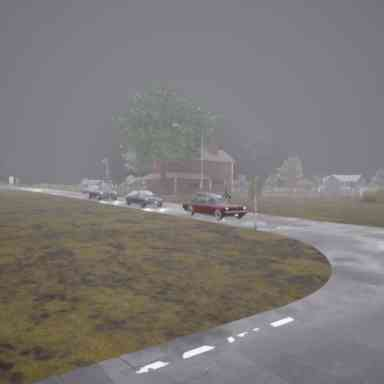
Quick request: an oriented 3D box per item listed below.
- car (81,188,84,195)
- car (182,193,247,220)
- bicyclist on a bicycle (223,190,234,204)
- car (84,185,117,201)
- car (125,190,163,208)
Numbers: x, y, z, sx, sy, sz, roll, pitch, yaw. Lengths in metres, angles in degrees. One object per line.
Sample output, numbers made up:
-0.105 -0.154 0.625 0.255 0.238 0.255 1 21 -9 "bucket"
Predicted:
-15.132 -0.265 49.827 1.812 1.442 4.674 0 2 -35 "car"
1.388 0.983 21.640 1.895 1.301 4.718 0 2 -35 "car"
3.108 0.643 29.537 1.656 1.620 0.582 0 2 -35 "bicyclist on a bicycle"
-10.220 0.003 37.931 2.097 1.767 4.553 0 2 -35 "car"
-4.385 0.540 29.740 1.812 1.442 4.674 0 2 -36 "car"
